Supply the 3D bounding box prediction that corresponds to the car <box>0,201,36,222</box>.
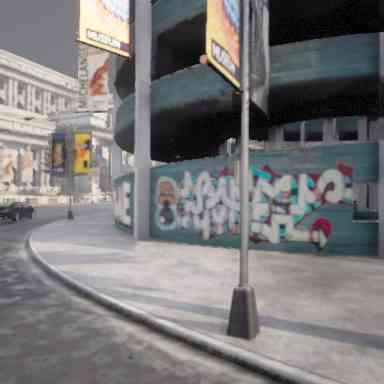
[{"bbox_3d":[-13.827,1.460,25.811,1.837,1.490,4.892,0,0,-4],"label":"car"}]
